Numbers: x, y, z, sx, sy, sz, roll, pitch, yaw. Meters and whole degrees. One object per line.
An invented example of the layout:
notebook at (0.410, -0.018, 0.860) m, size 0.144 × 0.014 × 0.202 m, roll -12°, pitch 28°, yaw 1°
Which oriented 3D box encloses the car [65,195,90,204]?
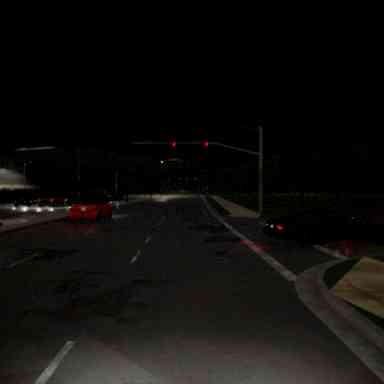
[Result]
car at (-18.600, 1.177, 54.237) m, size 2.033 × 1.411 × 5.357 m, roll 0°, pitch 0°, yaw 1°

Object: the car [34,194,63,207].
car at (-18.835, 1.045, 44.827) m, size 2.097 × 1.767 × 4.553 m, roll 0°, pitch 0°, yaw 2°

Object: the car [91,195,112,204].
car at (-15.072, 1.168, 55.585) m, size 2.033 × 1.411 × 5.357 m, roll 0°, pitch 0°, yaw 1°

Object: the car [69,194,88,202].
car at (-21.900, 1.125, 64.320) m, size 1.994 × 1.385 × 4.181 m, roll 0°, pitch 0°, yaw 1°

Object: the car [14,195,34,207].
car at (-22.312, 1.194, 45.439) m, size 1.837 × 1.490 × 4.892 m, roll 0°, pitch 0°, yaw 2°

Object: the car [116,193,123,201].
car at (-14.870, 1.056, 65.761) m, size 1.837 × 1.490 × 4.892 m, roll 0°, pitch 0°, yaw 1°

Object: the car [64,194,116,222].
car at (-7.309, 1.184, 24.427) m, size 2.097 × 1.767 × 4.553 m, roll 0°, pitch 0°, yaw -1°

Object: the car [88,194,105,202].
car at (-18.402, 1.163, 64.192) m, size 1.895 × 1.301 × 4.718 m, roll 0°, pitch 0°, yaw 1°

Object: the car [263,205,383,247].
car at (5.800, 1.451, 14.088) m, size 5.357 × 1.411 × 2.033 m, roll 0°, pitch 0°, yaw -9°

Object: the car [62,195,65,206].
car at (-15.317, 1.236, 45.527) m, size 2.033 × 1.411 × 5.357 m, roll 0°, pitch 0°, yaw 2°

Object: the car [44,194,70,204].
car at (-22.094, 1.119, 54.562) m, size 2.128 × 1.511 × 4.902 m, roll 0°, pitch 0°, yaw 1°
